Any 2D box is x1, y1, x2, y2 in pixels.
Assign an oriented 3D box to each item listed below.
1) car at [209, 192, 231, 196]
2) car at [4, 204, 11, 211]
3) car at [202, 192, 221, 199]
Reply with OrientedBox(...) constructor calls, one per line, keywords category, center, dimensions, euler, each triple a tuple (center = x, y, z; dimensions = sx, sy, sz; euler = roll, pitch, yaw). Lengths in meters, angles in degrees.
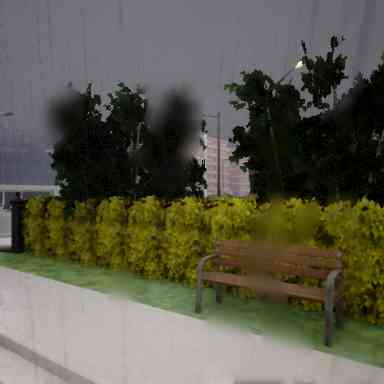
OrientedBox(category="car", center=(6.164, 0.710, 68.205), dimensions=(2.128, 1.511, 4.902), euler=(0, 1, 35))
OrientedBox(category="car", center=(-18.854, 1.498, 38.794), dimensions=(2.033, 1.411, 5.357), euler=(0, 0, 35))
OrientedBox(category="car", center=(4.195, 0.725, 71.470), dimensions=(1.812, 1.442, 4.674), euler=(0, 1, 35))
